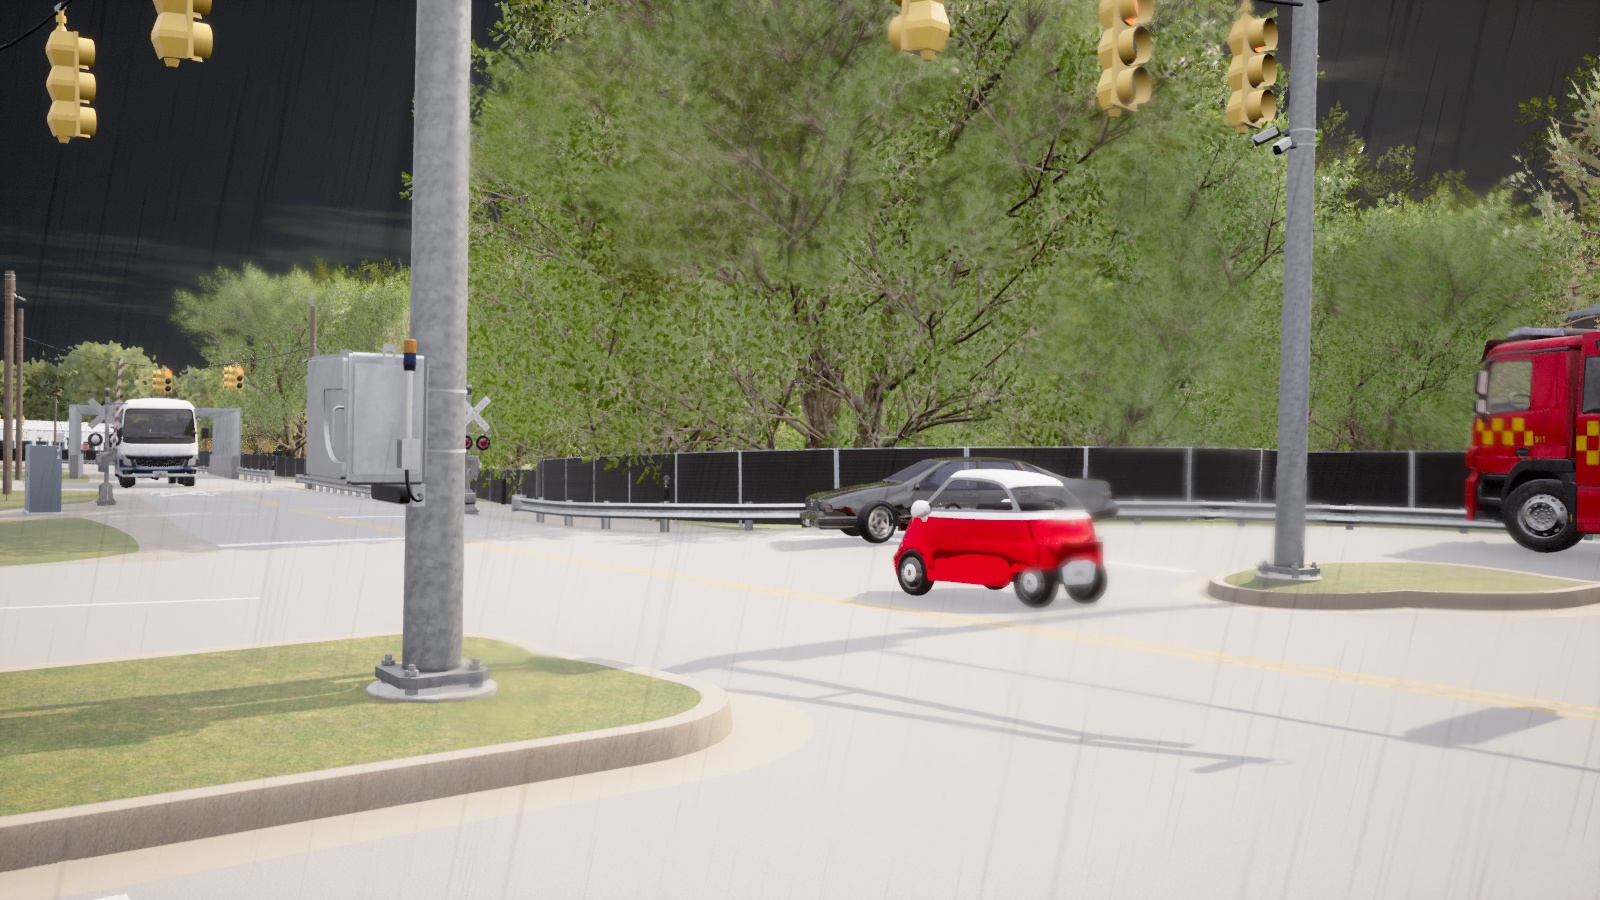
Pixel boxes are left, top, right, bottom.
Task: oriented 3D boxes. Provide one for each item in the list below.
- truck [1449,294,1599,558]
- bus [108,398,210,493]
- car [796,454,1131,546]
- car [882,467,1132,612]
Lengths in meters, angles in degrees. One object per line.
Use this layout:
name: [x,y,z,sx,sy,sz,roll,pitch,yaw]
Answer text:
truck: [13.217,-0.340,17.422,2.891,3.827,8.468,0,1,-10]
bus: [-31.689,-0.225,61.776,3.944,4.253,10.273,0,0,-30]
car: [2.762,0.806,21.677,5.357,1.411,2.033,-1,0,-11]
car: [2.157,0.876,13.366,1.481,1.376,2.207,1,-1,-36]
